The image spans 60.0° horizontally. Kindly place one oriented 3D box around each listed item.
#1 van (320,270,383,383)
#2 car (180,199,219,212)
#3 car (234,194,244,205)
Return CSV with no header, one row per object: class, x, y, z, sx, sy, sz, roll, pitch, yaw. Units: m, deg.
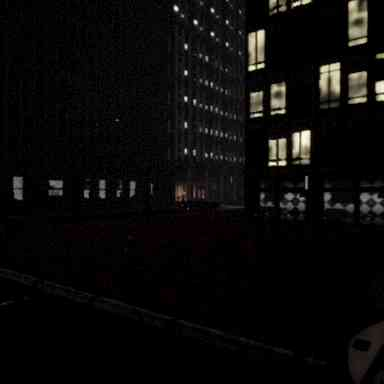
van,2.509,1.352,1.188,3.998,1.788,1.690,1,0,36
car,0.918,1.351,34.709,1.895,1.301,4.718,0,0,37
car,8.024,1.049,49.318,2.097,1.767,4.553,0,0,37
